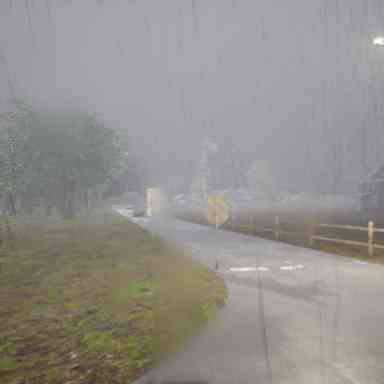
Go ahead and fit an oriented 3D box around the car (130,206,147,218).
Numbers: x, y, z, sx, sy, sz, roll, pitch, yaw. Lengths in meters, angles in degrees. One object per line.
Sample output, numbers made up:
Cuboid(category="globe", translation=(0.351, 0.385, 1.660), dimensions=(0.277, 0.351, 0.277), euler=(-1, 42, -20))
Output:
Cuboid(category="car", translation=(-7.910, 3.188, 50.861), dimensions=(2.033, 1.411, 5.357), euler=(2, -2, -15))
